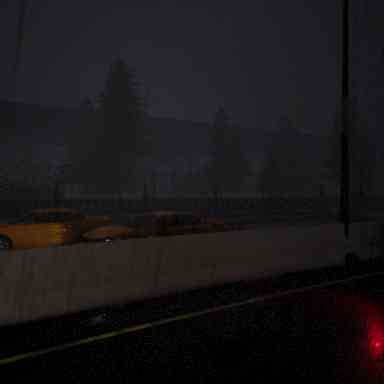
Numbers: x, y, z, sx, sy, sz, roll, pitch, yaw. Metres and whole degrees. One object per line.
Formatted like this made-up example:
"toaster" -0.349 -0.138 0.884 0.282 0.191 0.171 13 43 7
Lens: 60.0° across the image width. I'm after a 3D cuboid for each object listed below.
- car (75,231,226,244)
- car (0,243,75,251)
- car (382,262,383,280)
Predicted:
"car" -1.142 1.401 11.418 5.008 1.535 1.882 0 0 -32
"car" -5.568 1.374 12.710 5.008 1.535 1.882 0 0 -34
"car" 6.244 1.505 7.509 4.674 1.442 1.812 0 0 -30
